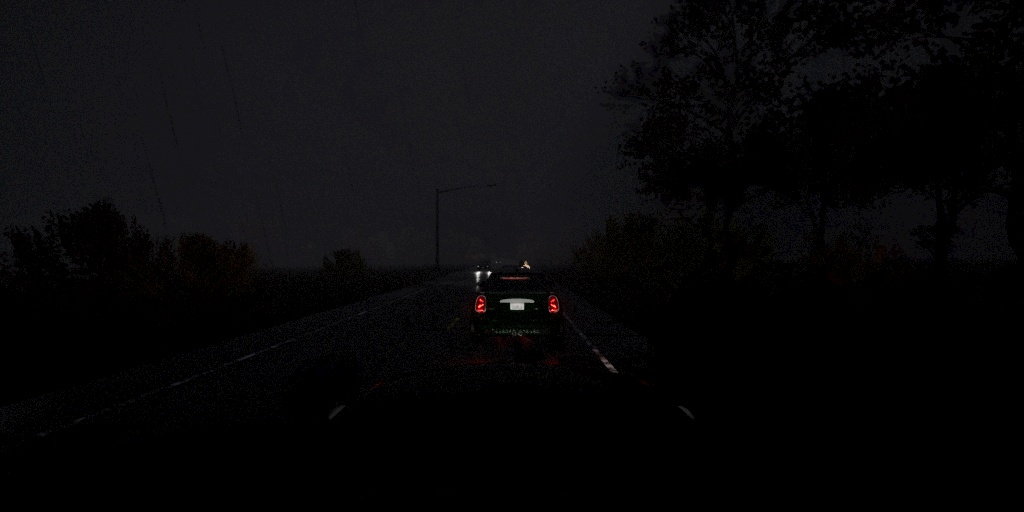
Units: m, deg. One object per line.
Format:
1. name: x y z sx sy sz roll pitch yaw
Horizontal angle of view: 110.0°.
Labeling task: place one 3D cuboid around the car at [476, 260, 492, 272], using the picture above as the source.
1. car: -3.671 1.239 47.501 1.837 1.490 4.892 0 0 0

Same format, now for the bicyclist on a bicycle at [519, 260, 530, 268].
1. bicyclist on a bicycle: 0.977 1.177 25.610 0.866 1.612 1.509 0 0 1

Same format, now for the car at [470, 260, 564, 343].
1. car: 0.114 1.099 9.787 2.097 1.767 4.553 0 0 0
